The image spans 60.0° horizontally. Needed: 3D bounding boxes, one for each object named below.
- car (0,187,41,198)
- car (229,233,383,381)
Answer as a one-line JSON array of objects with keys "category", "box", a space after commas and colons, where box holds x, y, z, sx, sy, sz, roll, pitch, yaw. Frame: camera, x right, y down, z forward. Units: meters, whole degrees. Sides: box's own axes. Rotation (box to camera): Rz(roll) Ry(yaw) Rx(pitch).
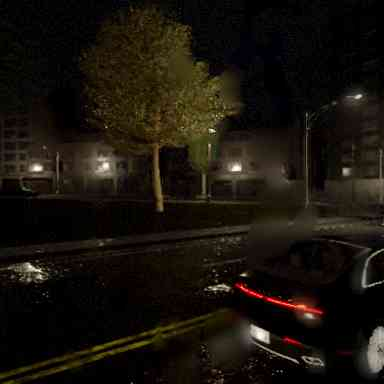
[{"category": "car", "box": [-23.444, 0.036, 45.442, 5.357, 1.411, 2.033, 1, 0, 11]}, {"category": "car", "box": [2.803, 1.448, 5.439, 4.892, 1.490, 1.837, -1, 0, -35]}]
